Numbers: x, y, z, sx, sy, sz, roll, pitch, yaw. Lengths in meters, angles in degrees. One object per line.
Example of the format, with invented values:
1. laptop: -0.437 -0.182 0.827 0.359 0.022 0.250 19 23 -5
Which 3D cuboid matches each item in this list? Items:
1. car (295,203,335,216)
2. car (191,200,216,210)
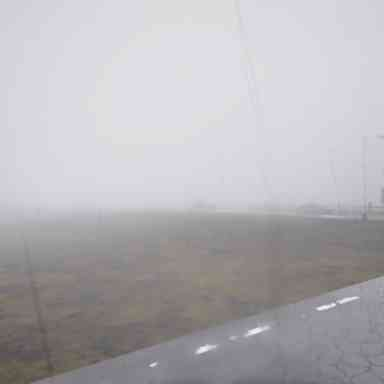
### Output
1. car: 13.657 1.945 37.057 1.994 1.385 4.181 0 -1 -35
2. car: 1.827 2.005 53.660 2.097 1.767 4.553 0 -1 -35
